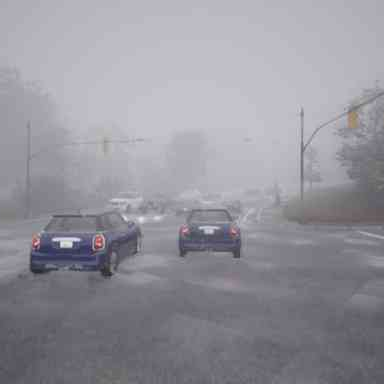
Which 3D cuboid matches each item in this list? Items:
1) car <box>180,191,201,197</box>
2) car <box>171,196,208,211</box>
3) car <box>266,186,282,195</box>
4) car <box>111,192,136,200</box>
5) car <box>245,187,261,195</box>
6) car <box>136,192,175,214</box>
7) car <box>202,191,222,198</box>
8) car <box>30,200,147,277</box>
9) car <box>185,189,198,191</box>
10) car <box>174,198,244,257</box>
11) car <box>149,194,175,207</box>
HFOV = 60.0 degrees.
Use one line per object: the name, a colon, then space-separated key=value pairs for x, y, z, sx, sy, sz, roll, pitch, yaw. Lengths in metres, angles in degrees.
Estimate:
car: x=-0.557 y=1.006 z=42.356 sx=1.812 sy=1.442 sz=4.674 roll=0 pitch=2 yaw=19
car: x=-0.130 y=1.397 z=30.177 sx=1.994 sy=1.385 sz=4.181 roll=0 pitch=1 yaw=12
car: x=14.678 y=-0.324 z=59.620 sx=2.128 sy=1.511 sz=4.902 roll=0 pitch=4 yaw=30
car: x=-6.678 y=0.999 z=33.865 sx=2.150 sy=2.045 sz=5.566 roll=0 pitch=1 yaw=13
car: x=10.979 y=-0.213 z=60.175 sx=1.812 sy=1.442 sz=4.674 roll=0 pitch=4 yaw=30
car: x=-3.238 y=1.001 z=33.190 sx=2.150 sy=2.045 sz=5.566 roll=0 pitch=1 yaw=13
car: x=3.082 y=0.554 z=51.976 sx=1.895 sy=1.301 sz=4.718 roll=0 pitch=4 yaw=23
car: x=-2.975 y=1.309 z=10.323 sx=2.097 sy=1.767 sz=4.553 roll=0 pitch=0 yaw=3
car: x=-0.267 y=0.317 z=53.058 sx=2.097 sy=1.767 sz=4.553 roll=0 pitch=3 yaw=23
car: x=0.728 y=1.302 z=12.918 sx=2.097 sy=1.767 sz=4.553 roll=0 pitch=0 yaw=4
car: x=-3.862 y=1.035 z=43.508 sx=1.994 sy=1.385 sz=4.181 roll=0 pitch=2 yaw=18
